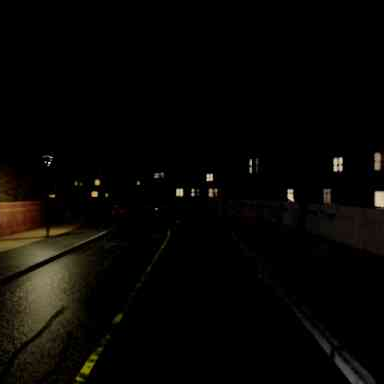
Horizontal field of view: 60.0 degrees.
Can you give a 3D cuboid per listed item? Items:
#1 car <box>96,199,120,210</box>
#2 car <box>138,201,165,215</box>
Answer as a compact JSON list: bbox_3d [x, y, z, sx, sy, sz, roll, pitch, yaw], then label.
[{"bbox_3d":[-11.645,1.749,46.095,1.812,1.442,4.674,0,-1,-41],"label":"car"},{"bbox_3d":[-4.350,1.680,35.010,1.994,1.385,4.181,0,0,-24],"label":"car"}]
